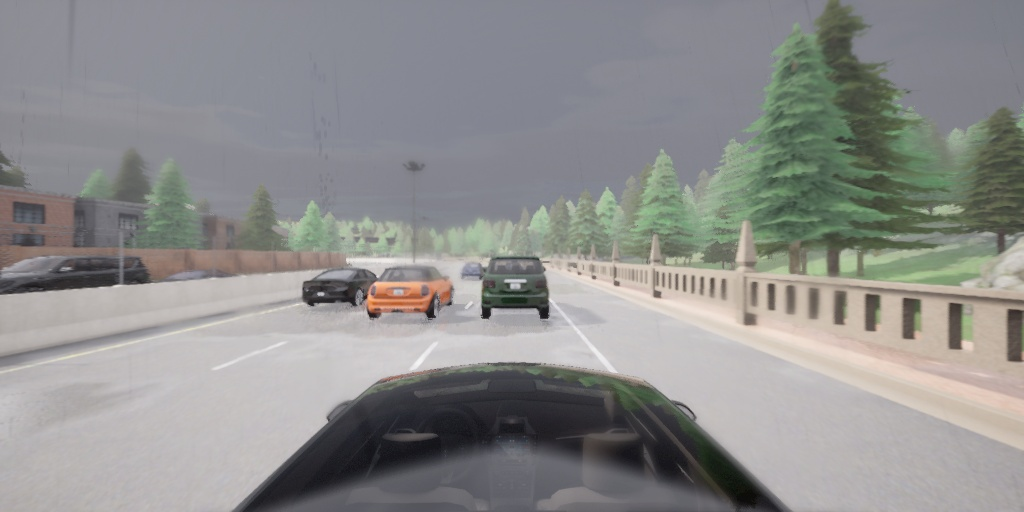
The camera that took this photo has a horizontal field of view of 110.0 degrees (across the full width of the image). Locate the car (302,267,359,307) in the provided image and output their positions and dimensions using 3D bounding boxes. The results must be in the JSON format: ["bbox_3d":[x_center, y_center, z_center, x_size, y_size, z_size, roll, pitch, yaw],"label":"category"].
[{"bbox_3d":[-6.901,1.226,15.419,1.882,1.535,5.008,0,0,0],"label":"car"}]

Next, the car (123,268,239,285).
[{"bbox_3d":[-14.099,1.312,16.078,1.994,1.385,4.181,0,0,0],"label":"car"}]

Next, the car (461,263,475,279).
[{"bbox_3d":[-3.402,1.293,32.209,2.033,1.411,5.357,0,0,0],"label":"car"}]

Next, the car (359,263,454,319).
[{"bbox_3d":[-3.401,1.100,12.869,2.097,1.767,4.553,0,0,0],"label":"car"}]

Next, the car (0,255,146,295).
[{"bbox_3d":[-17.599,0.970,14.065,2.150,2.045,5.566,0,0,0],"label":"car"}]

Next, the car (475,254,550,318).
[{"bbox_3d":[0.100,0.970,13.056,2.150,2.045,5.566,0,0,0],"label":"car"}]
